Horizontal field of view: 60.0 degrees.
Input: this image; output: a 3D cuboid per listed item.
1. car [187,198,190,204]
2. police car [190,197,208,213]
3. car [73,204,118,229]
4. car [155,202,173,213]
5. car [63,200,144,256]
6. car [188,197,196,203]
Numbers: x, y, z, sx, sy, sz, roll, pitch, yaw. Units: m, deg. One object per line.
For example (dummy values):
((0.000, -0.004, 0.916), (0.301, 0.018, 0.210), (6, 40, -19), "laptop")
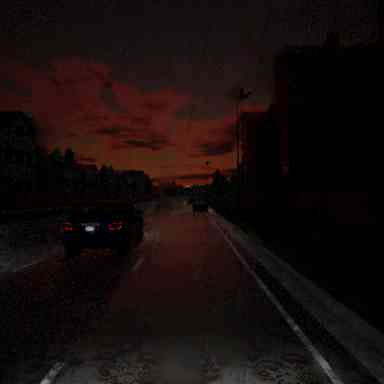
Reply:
((0.005, 2.057, 79.657), (1.837, 1.490, 4.892), (0, 0, 0), "car")
((1.053, 1.783, 42.732), (1.930, 1.638, 5.238), (0, 0, 0), "police car")
((-6.898, 1.682, 24.346), (1.882, 1.535, 5.008), (0, 0, 0), "car")
((-3.397, 1.946, 41.188), (1.895, 1.301, 4.718), (0, 0, 0), "car")
((-3.398, 1.338, 13.766), (2.150, 2.045, 5.566), (0, 0, 0), "car")
((0.006, 2.207, 94.656), (2.128, 1.511, 4.902), (0, 0, 0), "car")
